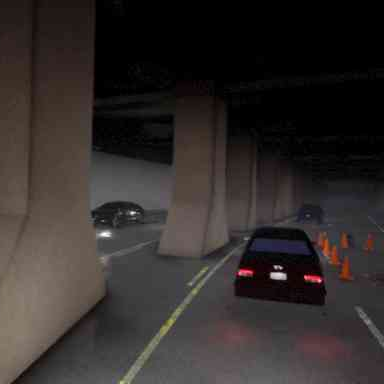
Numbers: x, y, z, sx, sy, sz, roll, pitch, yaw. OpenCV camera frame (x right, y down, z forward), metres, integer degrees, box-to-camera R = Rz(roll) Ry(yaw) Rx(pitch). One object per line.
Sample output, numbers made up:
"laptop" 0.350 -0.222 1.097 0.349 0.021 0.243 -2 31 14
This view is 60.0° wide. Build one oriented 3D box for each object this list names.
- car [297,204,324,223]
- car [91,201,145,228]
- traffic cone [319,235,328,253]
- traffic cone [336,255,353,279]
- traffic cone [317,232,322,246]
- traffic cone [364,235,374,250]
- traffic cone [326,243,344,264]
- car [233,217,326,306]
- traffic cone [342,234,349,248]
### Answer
"car" 10.492 1.800 29.291 1.882 1.535 5.008 2 0 25
"car" -4.755 1.345 21.161 1.837 1.490 4.892 2 0 21
"traffic cone" 5.329 2.120 13.175 0.340 0.580 0.340 2 0 15
"traffic cone" 4.307 2.089 9.308 0.340 0.580 0.340 2 0 15
"traffic cone" 5.840 2.135 15.109 0.340 0.580 0.340 2 0 15
"traffic cone" 7.773 2.197 14.597 0.340 0.580 0.340 2 0 15
"traffic cone" 4.818 2.104 11.242 0.340 0.580 0.340 2 0 15
"car" 2.231 1.615 8.547 2.033 1.411 5.357 2 0 15
"traffic cone" 6.807 2.166 14.853 0.340 0.580 0.340 2 0 15
